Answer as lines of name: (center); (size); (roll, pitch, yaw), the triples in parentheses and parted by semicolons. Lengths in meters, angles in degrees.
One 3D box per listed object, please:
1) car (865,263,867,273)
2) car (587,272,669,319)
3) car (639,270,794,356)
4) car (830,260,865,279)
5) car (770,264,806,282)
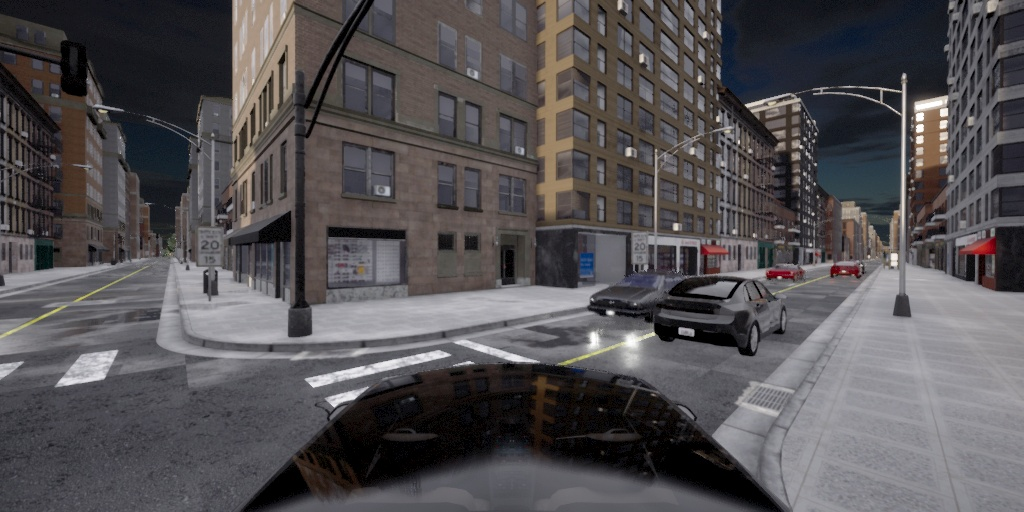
car: (37.629, 1.184, 39.458); (4.902, 1.511, 2.128); (0, 0, -43)
car: (4.786, 1.264, 12.260); (5.357, 1.411, 2.033); (0, 0, -44)
car: (5.174, 1.240, 8.695); (4.892, 1.490, 1.837); (0, 0, -44)
car: (30.069, 1.172, 32.236); (5.008, 1.535, 1.882); (0, 0, -43)
car: (21.309, 1.288, 27.918); (4.718, 1.301, 1.895); (0, 0, -43)
